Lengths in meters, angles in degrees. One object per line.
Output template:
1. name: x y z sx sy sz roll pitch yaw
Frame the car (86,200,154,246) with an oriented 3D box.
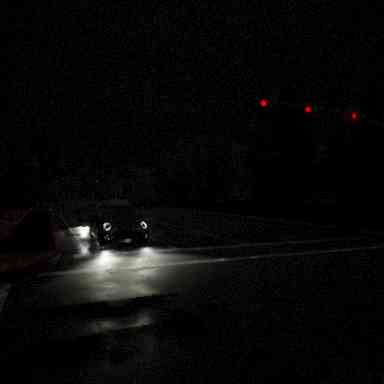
1. car: -3.574 1.462 15.920 2.097 1.767 4.553 1 -1 -24

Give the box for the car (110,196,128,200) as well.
1. car: -11.308 1.575 51.273 2.150 2.045 5.566 1 -1 -23

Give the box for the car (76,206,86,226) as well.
1. car: -7.572 1.725 25.024 1.994 1.385 4.181 1 -1 -24

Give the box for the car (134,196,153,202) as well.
1. car: -7.594 1.597 51.498 2.150 2.045 5.566 1 -1 -23
